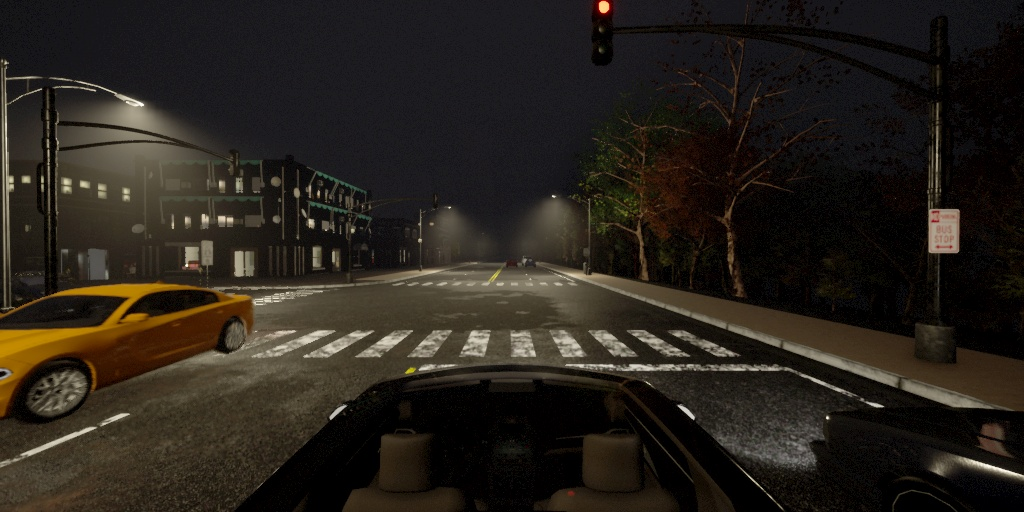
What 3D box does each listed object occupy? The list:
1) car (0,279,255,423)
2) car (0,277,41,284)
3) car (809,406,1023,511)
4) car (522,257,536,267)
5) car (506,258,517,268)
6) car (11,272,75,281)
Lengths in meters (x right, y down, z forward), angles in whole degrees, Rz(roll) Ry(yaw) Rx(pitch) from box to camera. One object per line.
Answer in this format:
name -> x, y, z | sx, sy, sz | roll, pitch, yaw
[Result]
car -> -6.539, 1.227, 5.901 | 1.882, 1.535, 5.008 | 1, 0, -5
car -> -19.969, 1.565, 12.526 | 4.313, 1.339, 1.948 | 0, 0, 0
car -> 3.353, 1.298, 0.412 | 2.033, 1.411, 5.357 | 0, 0, 0
car -> 3.229, 1.274, 63.193 | 2.033, 1.411, 5.357 | 0, 0, 0
car -> -0.023, 1.204, 62.430 | 1.882, 1.535, 5.008 | 0, 0, 0
car -> -20.449, 1.540, 15.231 | 4.181, 1.385, 1.994 | -1, 1, 0
